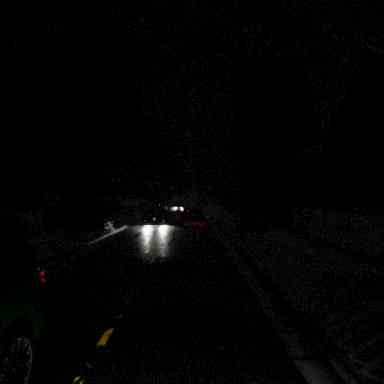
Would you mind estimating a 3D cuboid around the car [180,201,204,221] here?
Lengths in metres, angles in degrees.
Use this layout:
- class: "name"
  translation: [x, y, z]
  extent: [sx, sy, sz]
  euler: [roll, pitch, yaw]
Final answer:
- class: "car"
  translation: [0.126, 1.833, 31.118]
  extent: [1.882, 1.535, 5.008]
  euler: [0, -1, 0]

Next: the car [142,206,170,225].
- class: "car"
  translation: [-2.829, 1.865, 26.937]
  extent: [1.994, 1.385, 4.181]
  euler: [0, -1, 0]

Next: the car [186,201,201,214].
- class: "car"
  translation: [0.137, 2.008, 44.244]
  extent: [1.882, 1.535, 5.008]
  euler: [0, -1, 0]

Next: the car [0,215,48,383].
- class: "car"
  translation: [-2.850, 1.242, 1.902]
  extent: [2.150, 2.045, 5.566]
  euler: [0, -1, 0]

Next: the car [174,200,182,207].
- class: "car"
  translation: [-2.693, 2.398, 69.145]
  extent: [1.895, 1.301, 4.718]
  euler: [0, -1, 0]
